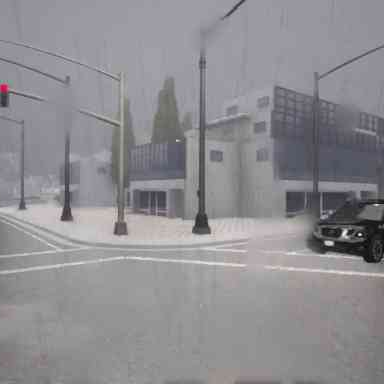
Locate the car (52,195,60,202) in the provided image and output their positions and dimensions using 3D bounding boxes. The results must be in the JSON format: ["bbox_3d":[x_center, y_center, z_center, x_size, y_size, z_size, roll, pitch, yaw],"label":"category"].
[{"bbox_3d":[-30.871,1.437,77.283,1.837,1.490,4.892,0,0,-42],"label":"car"}]

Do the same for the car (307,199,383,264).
[{"bbox_3d":[6.625,1.301,12.385,5.566,2.045,2.150,0,0,-37],"label":"car"}]
